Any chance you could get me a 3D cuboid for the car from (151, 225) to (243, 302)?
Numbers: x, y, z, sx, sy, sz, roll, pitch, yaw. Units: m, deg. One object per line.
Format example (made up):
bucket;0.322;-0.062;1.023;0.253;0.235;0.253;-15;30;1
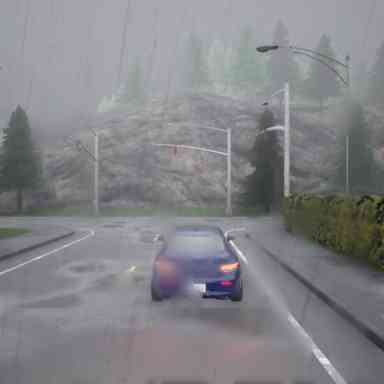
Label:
car;0.106;1.526;8.157;1.812;1.442;4.674;0;0;0
